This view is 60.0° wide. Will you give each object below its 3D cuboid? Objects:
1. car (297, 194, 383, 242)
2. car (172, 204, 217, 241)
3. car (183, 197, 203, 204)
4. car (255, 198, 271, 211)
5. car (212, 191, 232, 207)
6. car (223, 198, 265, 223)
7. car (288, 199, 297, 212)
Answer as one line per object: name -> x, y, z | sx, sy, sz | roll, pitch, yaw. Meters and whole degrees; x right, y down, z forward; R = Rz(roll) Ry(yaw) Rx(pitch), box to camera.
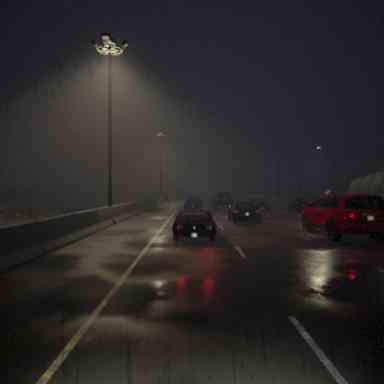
car -> 7.106, 1.110, 15.903 | 2.150, 2.045, 5.566 | 0, 0, 0
car -> 0.106, 1.488, 16.035 | 1.895, 1.301, 4.718 | 0, 0, 0
car -> 0.112, 1.230, 35.345 | 1.882, 1.535, 5.008 | 0, 0, 0
car -> 7.111, 1.347, 36.244 | 1.895, 1.301, 4.718 | 0, 0, 0
car -> 3.614, 0.943, 39.879 | 2.150, 2.045, 5.566 | 0, 0, 0
car -> 3.608, 1.398, 23.685 | 1.994, 1.385, 4.181 | 0, 0, 0
car -> 10.610, 1.302, 31.937 | 1.812, 1.442, 4.674 | 0, 0, 0
